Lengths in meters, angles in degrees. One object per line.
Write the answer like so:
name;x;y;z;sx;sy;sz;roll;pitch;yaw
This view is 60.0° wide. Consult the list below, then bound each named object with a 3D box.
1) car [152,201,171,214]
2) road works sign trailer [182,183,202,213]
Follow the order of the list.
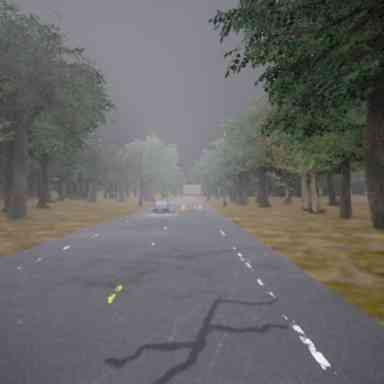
car;-3.585;1.772;39.578;1.812;1.442;4.674;0;0;0
road works sign trailer;-0.013;0.724;41.654;2.380;3.560;2.880;0;0;0
